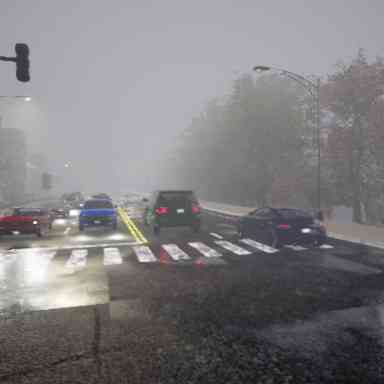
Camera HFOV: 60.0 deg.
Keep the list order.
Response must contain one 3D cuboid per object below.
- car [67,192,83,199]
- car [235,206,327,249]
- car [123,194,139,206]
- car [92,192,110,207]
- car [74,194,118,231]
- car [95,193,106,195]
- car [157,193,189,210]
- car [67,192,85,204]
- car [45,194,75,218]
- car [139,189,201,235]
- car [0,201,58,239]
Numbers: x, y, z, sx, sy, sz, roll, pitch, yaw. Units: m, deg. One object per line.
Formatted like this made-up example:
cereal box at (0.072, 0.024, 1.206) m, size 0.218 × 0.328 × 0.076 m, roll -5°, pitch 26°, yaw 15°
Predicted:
car at (-12.906, 0.901, 34.931) m, size 2.128 × 1.511 × 4.902 m, roll -1°, pitch 1°, yaw -15°
car at (3.230, 1.211, 12.867) m, size 1.994 × 1.385 × 4.181 m, roll -1°, pitch 1°, yaw -15°
car at (-6.769, 0.853, 37.551) m, size 1.895 × 1.301 × 4.718 m, roll -1°, pitch 1°, yaw -15°
car at (-10.229, 0.834, 37.505) m, size 1.812 × 1.442 × 4.674 m, roll -1°, pitch 1°, yaw -15°
car at (-5.206, 1.134, 18.479) m, size 1.882 × 1.535 × 5.008 m, roll -1°, pitch 1°, yaw -15°
car at (-7.683, 0.965, 27.767) m, size 1.882 × 1.535 × 5.008 m, roll -1°, pitch 1°, yaw -15°
car at (-1.982, 0.842, 32.248) m, size 2.033 × 1.411 × 5.357 m, roll -1°, pitch 1°, yaw -15°
car at (-15.522, 0.737, 44.676) m, size 1.837 × 1.490 × 4.892 m, roll -1°, pitch 1°, yaw -15°
car at (-10.403, 1.133, 25.339) m, size 2.033 × 1.411 × 5.357 m, roll -1°, pitch 1°, yaw -15°
car at (-1.158, 0.852, 16.696) m, size 2.150 × 2.045 × 5.566 m, roll -1°, pitch 1°, yaw -15°
car at (-7.909, 1.357, 16.016) m, size 1.895 × 1.301 × 4.718 m, roll -1°, pitch 1°, yaw -15°
